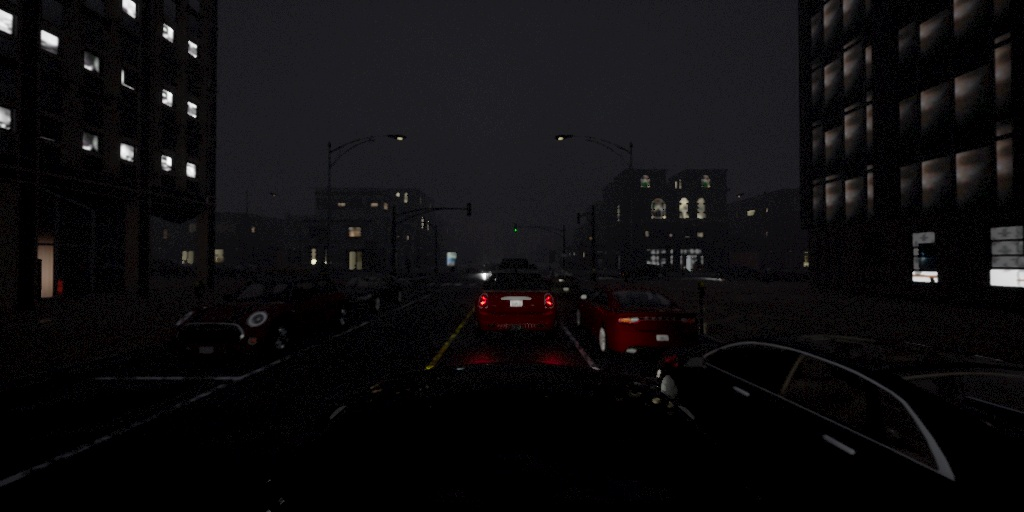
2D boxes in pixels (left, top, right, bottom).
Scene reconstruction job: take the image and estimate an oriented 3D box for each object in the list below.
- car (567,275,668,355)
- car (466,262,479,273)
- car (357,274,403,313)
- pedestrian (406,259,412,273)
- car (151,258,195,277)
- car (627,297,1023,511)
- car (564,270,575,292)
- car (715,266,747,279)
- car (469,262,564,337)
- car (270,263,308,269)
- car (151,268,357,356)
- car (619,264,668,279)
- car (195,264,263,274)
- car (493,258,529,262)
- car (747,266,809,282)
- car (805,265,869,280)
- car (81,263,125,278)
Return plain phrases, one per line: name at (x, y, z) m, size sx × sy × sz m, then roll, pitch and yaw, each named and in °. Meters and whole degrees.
car at (2.692, 1.347, 8.640) m, size 1.888 × 1.381 × 4.507 m, roll 0°, pitch 0°, yaw 0°
car at (-5.677, 1.714, 52.429) m, size 1.802 × 1.307 × 4.207 m, roll 0°, pitch 0°, yaw 0°
car at (-5.687, 1.395, 14.351) m, size 2.007 × 1.370 × 4.403 m, roll 0°, pitch 0°, yaw 0°
pedestrian at (-12.541, 1.195, 43.572) m, size 0.375 × 1.860 × 0.375 m, roll 0°, pitch -1°, yaw 1°
car at (-30.944, 1.146, 32.522) m, size 5.009 × 1.841 × 2.192 m, roll 0°, pitch 0°, yaw 1°
car at (2.690, 1.310, 2.949) m, size 2.007 × 1.370 × 4.403 m, roll 0°, pitch 0°, yaw 0°
car at (2.695, 1.438, 20.024) m, size 2.007 × 1.370 × 4.403 m, roll 0°, pitch 0°, yaw 0°
car at (23.641, 1.712, 37.457) m, size 4.181 × 1.385 × 1.994 m, roll 0°, pitch -1°, yaw 2°
car at (0.102, 1.170, 10.690) m, size 2.097 × 1.767 × 4.553 m, roll 0°, pitch 0°, yaw 0°
car at (-25.444, 1.487, 40.816) m, size 4.829 × 1.417 × 1.751 m, roll 0°, pitch 0°, yaw 1°
car at (-5.689, 1.242, 8.659) m, size 1.967 × 1.591 × 4.097 m, roll 0°, pitch 0°, yaw 0°
car at (13.795, 1.606, 37.612) m, size 4.892 × 1.490 × 1.837 m, roll 0°, pitch -1°, yaw 1°
car at (-25.408, 1.404, 32.435) m, size 4.403 × 1.370 × 2.007 m, roll 0°, pitch 0°, yaw 1°
car at (0.294, 1.140, 23.863) m, size 2.150 × 2.045 × 5.566 m, roll 0°, pitch 0°, yaw 3°
car at (23.650, 1.655, 31.630) m, size 4.207 × 1.307 × 1.802 m, roll 0°, pitch 0°, yaw 1°
car at (33.736, 1.702, 37.298) m, size 4.892 × 1.490 × 1.837 m, roll 0°, pitch -1°, yaw 1°
car at (-36.481, 1.359, 32.609) m, size 4.403 × 1.370 × 2.007 m, roll 0°, pitch 0°, yaw 1°
